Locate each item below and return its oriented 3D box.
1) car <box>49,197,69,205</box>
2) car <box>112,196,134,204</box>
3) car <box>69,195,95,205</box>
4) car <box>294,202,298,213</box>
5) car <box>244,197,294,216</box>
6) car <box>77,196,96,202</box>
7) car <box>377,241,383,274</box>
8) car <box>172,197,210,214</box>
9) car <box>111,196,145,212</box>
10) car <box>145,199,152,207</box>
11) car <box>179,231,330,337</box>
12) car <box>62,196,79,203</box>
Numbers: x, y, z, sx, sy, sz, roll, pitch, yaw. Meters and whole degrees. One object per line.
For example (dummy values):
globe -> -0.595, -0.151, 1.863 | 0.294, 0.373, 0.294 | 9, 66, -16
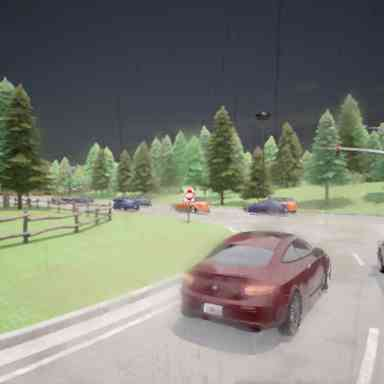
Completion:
car -> -23.184, 1.513, 57.207 | 1.812, 1.442, 4.674 | 0, 0, -40
car -> -12.630, 1.487, 61.014 | 1.837, 1.490, 4.892 | 0, -1, -40
car -> -19.156, 1.339, 57.878 | 2.097, 1.767, 4.553 | 0, 0, -40
car -> 8.954, 1.343, 35.714 | 2.097, 1.767, 4.553 | 0, 0, -40
car -> 7.178, 1.518, 32.404 | 1.812, 1.442, 4.674 | 0, 0, -40
car -> -23.281, 1.524, 73.346 | 2.033, 1.411, 5.357 | 0, 0, -40
car -> 5.351, 1.545, 7.361 | 2.033, 1.411, 5.357 | 0, 0, 24
car -> -0.180, 1.343, 35.635 | 2.097, 1.767, 4.553 | 0, 0, -40
car -> -7.891, 1.517, 39.281 | 1.812, 1.442, 4.674 | 0, 0, -40
car -> -8.140, 1.536, 50.358 | 2.033, 1.411, 5.357 | 0, 0, -40
car -> 1.519, 1.524, 6.727 | 1.812, 1.442, 4.674 | 0, 0, 32
car -> -25.933, 1.580, 71.062 | 1.895, 1.301, 4.718 | 0, 0, -40
